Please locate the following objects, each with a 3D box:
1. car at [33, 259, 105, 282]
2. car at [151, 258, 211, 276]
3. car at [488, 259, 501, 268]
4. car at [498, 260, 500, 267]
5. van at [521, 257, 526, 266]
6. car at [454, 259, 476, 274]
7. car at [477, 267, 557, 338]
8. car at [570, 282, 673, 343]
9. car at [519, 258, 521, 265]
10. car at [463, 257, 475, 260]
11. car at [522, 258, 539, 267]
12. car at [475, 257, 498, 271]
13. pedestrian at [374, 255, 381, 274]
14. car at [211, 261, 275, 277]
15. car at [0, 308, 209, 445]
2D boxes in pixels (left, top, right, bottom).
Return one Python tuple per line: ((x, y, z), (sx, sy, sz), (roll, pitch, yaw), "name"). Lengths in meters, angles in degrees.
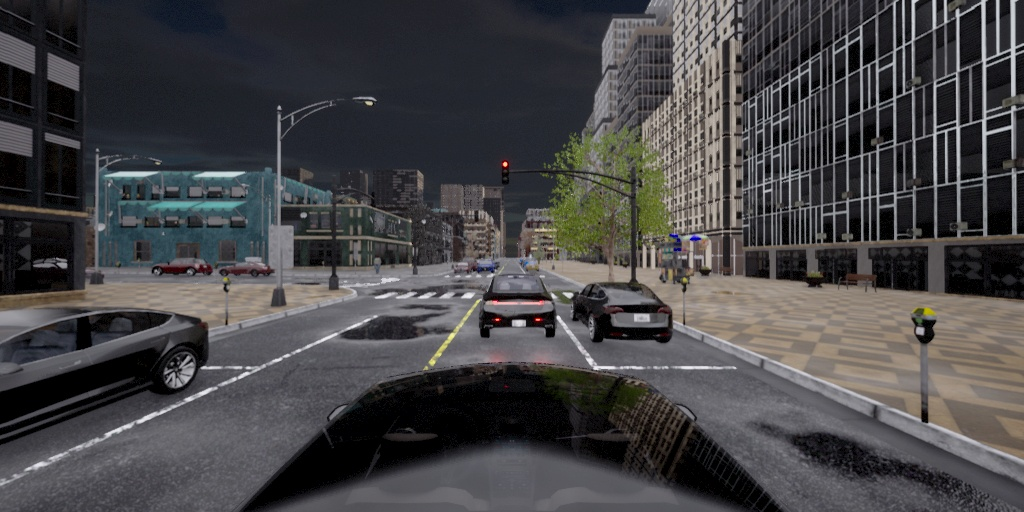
((-28.251, 0.990, 22.442), (4.207, 1.307, 1.802), (0, 0, -1), "car")
((-28.370, 0.892, 30.821), (4.097, 1.591, 1.967), (0, 0, -1), "car")
((-3.064, 1.331, 63.960), (2.033, 1.411, 5.357), (0, 0, 0), "car")
((-3.082, 1.341, 53.511), (1.994, 1.385, 4.181), (0, 0, 1), "car")
((2.688, 1.118, 53.092), (1.690, 1.789, 3.998), (0, 0, 0), "van")
((-5.692, 1.353, 41.987), (1.802, 1.307, 4.207), (0, 0, 0), "car")
((0.110, 1.246, 10.182), (2.128, 1.511, 4.902), (0, 0, -1), "car")
((2.691, 1.320, 9.512), (1.948, 1.339, 4.313), (0, 0, 0), "car")
((2.687, 1.334, 64.194), (2.007, 1.370, 4.403), (0, 0, 0), "car")
((-5.692, 1.089, 47.538), (2.192, 1.841, 5.009), (0, 0, 0), "car")
((2.688, 1.299, 47.711), (1.751, 1.417, 4.829), (0, 0, 0), "car")
((-3.103, 1.250, 43.661), (1.882, 1.535, 5.008), (0, 0, 0), "car")
((-12.751, 0.803, 33.992), (0.375, 1.860, 0.375), (0, -1, -1), "pedestrian")
((-22.823, 1.103, 30.899), (4.207, 1.307, 1.802), (0, 0, -1), "car")
((-5.689, 1.317, 3.971), (1.948, 1.339, 4.313), (0, 0, 0), "car")
